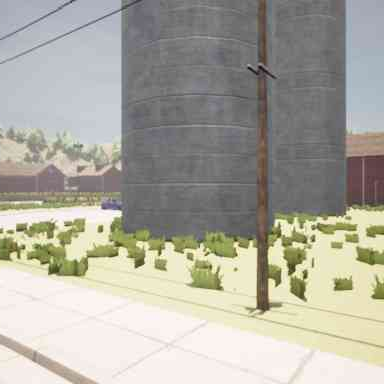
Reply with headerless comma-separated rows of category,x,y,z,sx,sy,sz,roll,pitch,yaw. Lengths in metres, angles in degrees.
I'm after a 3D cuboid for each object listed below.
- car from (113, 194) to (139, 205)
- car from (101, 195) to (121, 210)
car,-12.107,1.362,60.793,4.605,1.855,1.932,0,0,35
car,-9.307,1.517,41.707,4.611,1.667,2.242,0,0,35
